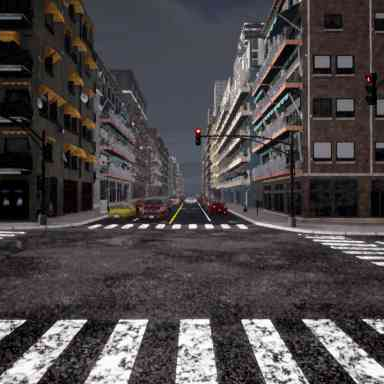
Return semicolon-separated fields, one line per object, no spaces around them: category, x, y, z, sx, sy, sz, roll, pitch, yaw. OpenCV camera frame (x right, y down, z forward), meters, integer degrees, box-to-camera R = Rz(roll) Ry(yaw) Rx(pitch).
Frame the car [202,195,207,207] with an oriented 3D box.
car;2.567;1.450;39.103;1.967;1.590;4.097;1;0;0

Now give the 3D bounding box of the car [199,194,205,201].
car;2.724;1.380;81.893;2.097;1.767;4.553;0;0;0

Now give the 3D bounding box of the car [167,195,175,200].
car;-6.001;1.587;94.323;2.008;1.369;4.403;1;0;0

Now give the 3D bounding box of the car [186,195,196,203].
car;-0.235;1.478;69.837;2.128;1.511;4.902;0;0;0

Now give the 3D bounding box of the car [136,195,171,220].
car;-3.169;1.359;28.126;2.097;1.767;4.553;0;0;-1

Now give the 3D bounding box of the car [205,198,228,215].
car;2.585;1.553;33.579;1.887;1.381;4.507;1;0;0

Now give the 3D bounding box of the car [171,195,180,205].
car;-3.253;1.367;57.497;2.097;1.767;4.553;0;0;0

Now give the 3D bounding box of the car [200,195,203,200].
car;2.528;1.596;50.150;1.802;1.307;4.206;1;0;0

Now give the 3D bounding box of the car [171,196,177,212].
car;-3.236;1.557;39.886;2.033;1.411;5.357;0;0;0

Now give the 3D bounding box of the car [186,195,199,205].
car;-0.201;1.618;59.861;1.895;1.301;4.718;0;0;0

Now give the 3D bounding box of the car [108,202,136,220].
car;-5.776;1.532;27.872;1.752;1.417;4.829;1;0;0

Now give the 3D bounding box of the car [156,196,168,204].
car;-5.908;1.571;66.706;2.008;1.369;4.403;1;0;0

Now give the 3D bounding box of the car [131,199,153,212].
car;-5.815;1.554;39.089;1.887;1.381;4.507;1;0;0

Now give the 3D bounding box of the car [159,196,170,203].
car;-5.927;1.568;72.230;1.887;1.381;4.507;1;0;0

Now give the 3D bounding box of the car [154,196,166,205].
car;-5.889;1.543;61.013;1.752;1.417;4.829;1;0;0
